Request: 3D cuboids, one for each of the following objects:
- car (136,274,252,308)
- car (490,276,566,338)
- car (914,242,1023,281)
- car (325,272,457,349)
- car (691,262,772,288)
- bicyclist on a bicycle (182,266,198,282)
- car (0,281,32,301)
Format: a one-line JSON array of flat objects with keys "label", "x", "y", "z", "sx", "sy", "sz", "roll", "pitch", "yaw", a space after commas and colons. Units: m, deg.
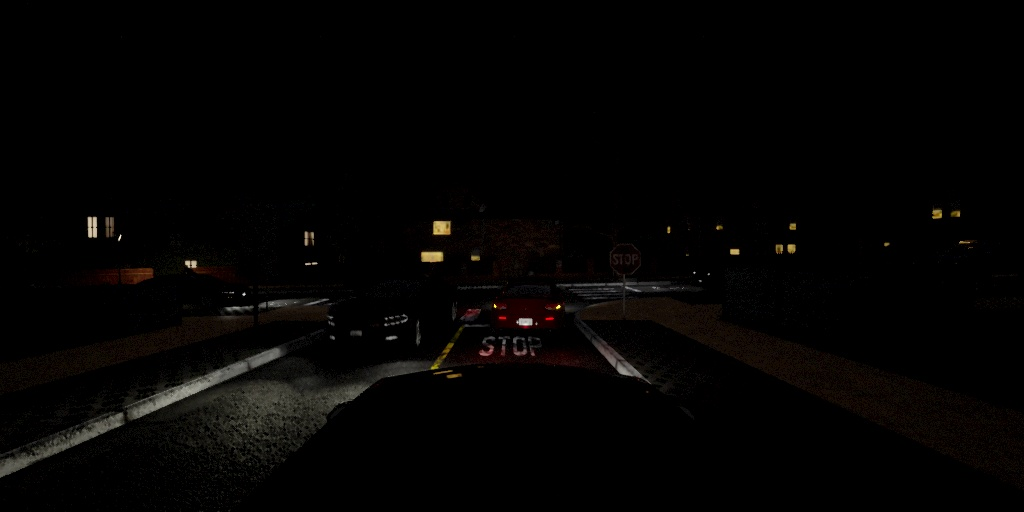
[{"label": "car", "x": -14.794, "y": 1.578, "z": 16.536, "sx": 4.892, "sy": 1.490, "sz": 1.837, "roll": -1, "pitch": 1, "yaw": 0}, {"label": "car", "x": 0.529, "y": 1.276, "z": 10.130, "sx": 1.812, "sy": 1.442, "sz": 4.674, "roll": 0, "pitch": 0, "yaw": 6}, {"label": "car", "x": 25.368, "y": 0.306, "z": 19.554, "sx": 5.566, "sy": 2.045, "sz": 2.150, "roll": -1, "pitch": 1, "yaw": 0}, {"label": "car", "x": -2.818, "y": 1.228, "z": 9.437, "sx": 1.882, "sy": 1.535, "sz": 5.008, "roll": -1, "pitch": 0, "yaw": 5}, {"label": "car", "x": 12.459, "y": 0.986, "z": 19.538, "sx": 4.718, "sy": 1.301, "sz": 1.895, "roll": -1, "pitch": 1, "yaw": 0}, {"label": "bicyclist on a bicycle", "x": -20.176, "y": 1.413, "z": 22.371, "sx": 0.582, "sy": 1.620, "sz": 1.656, "roll": -1, "pitch": 1, "yaw": 0}, {"label": "car", "x": -24.884, "y": 1.790, "z": 16.517, "sx": 5.008, "sy": 1.535, "sz": 1.882, "roll": -1, "pitch": 1, "yaw": 0}]
